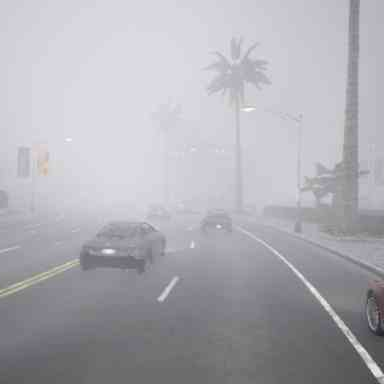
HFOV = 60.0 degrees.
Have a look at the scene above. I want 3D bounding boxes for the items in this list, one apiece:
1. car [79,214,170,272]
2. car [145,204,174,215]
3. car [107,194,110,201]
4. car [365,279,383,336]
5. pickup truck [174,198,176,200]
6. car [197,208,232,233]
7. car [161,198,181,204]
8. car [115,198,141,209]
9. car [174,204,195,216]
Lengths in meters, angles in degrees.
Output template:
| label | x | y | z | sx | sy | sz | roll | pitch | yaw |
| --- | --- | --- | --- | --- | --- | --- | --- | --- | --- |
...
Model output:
| label | x | y | z | sx | sy | sz | roll | pitch | yaw |
| --- | --- | --- | --- | --- | --- | --- | --- | --- | --- |
| car | -2.107 | 1.644 | 11.171 | 1.994 | 1.385 | 4.181 | 1 | -1 | 5 |
| car | -3.274 | 1.851 | 31.322 | 1.994 | 1.385 | 4.181 | 2 | -1 | -12 |
| car | -22.207 | 1.924 | 91.731 | 4.193 | 1.474 | 1.816 | 1 | -1 | 27 |
| car | 3.661 | 1.666 | 3.929 | 1.812 | 1.442 | 4.674 | 1 | -1 | 10 |
| pickup truck | -1.316 | 1.905 | 71.854 | 2.390 | 2.098 | 6.274 | 1 | -1 | 27 |
| car | 1.467 | 1.803 | 21.998 | 1.837 | 1.490 | 4.892 | 2 | -1 | -3 |
| car | -5.530 | 2.312 | 87.452 | 4.674 | 1.452 | 2.002 | 1 | -1 | 27 |
| car | -10.465 | 1.917 | 52.444 | 1.994 | 1.385 | 4.181 | 2 | -1 | -41 |
| car | -1.291 | 2.008 | 37.220 | 1.895 | 1.301 | 4.718 | 2 | -1 | -19 |
